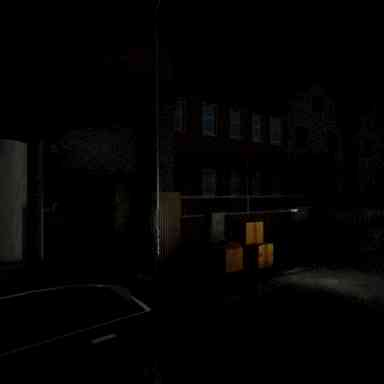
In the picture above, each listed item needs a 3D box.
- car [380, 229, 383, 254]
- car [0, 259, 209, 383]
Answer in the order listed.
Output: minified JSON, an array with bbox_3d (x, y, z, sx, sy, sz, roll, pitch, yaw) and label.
[{"bbox_3d":[8.386,1.221,10.934,5.566,2.045,2.150,0,0,-37],"label":"car"},{"bbox_3d":[-2.025,1.505,2.968,4.892,1.490,1.837,0,0,-39],"label":"car"}]
